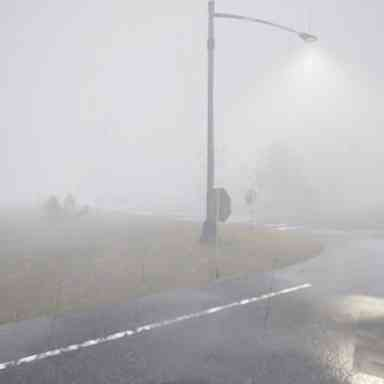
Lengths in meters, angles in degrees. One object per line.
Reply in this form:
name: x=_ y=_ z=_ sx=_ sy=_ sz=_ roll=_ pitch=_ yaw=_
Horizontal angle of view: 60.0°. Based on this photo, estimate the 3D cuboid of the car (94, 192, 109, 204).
car: x=-16.261 y=1.105 z=60.999 sx=2.150 sy=2.045 sz=5.566 roll=0 pitch=0 yaw=-34

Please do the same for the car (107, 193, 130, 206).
car: x=-11.784 y=1.403 z=54.385 sx=1.837 sy=1.490 sz=4.892 roll=0 pitch=0 yaw=-33
